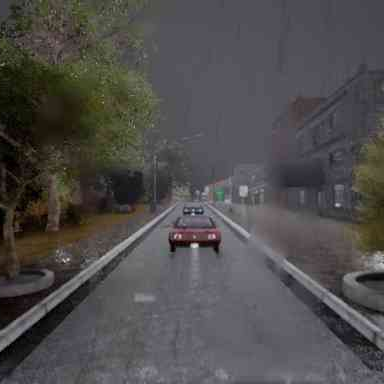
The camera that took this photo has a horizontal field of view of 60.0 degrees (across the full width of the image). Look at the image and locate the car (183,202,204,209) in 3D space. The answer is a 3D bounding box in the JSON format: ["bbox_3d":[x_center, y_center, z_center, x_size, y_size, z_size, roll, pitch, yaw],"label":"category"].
[{"bbox_3d":[0.098,1.609,30.657,1.895,1.301,4.718,0,0,0],"label":"car"}]

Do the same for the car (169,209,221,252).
[{"bbox_3d":[0.100,1.604,13.971,1.895,1.301,4.718,0,0,0],"label":"car"}]
